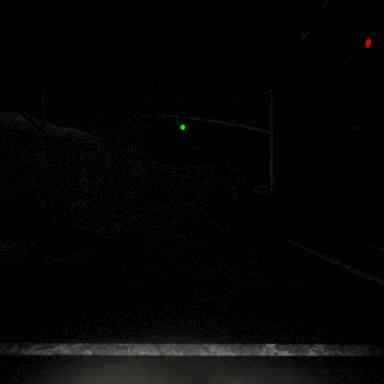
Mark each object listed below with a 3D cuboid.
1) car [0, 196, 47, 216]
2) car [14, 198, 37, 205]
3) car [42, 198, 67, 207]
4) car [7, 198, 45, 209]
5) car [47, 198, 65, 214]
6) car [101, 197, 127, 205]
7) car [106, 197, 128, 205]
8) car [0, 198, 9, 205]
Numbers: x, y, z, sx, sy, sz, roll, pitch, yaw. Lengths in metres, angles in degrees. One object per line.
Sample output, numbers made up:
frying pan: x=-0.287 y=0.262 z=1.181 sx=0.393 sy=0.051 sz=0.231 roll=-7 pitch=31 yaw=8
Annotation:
car: x=-16.778 y=1.353 z=32.470 sx=3.866 sy=1.878 sz=1.905 roll=0 pitch=0 yaw=-1
car: x=-35.111 y=1.979 z=70.086 sx=3.806 sy=1.475 sz=1.970 roll=0 pitch=0 yaw=-1
car: x=-24.047 y=1.813 z=58.160 sx=3.633 sy=1.501 sz=1.845 roll=0 pitch=0 yaw=-1
car: x=-24.029 y=1.707 z=48.168 sx=4.514 sy=1.523 sz=2.007 roll=0 pitch=0 yaw=-1
car: x=-16.187 y=1.665 z=35.796 sx=3.806 sy=1.475 sz=1.970 roll=0 pitch=0 yaw=-1
car: x=-16.445 y=1.924 z=70.052 sx=5.027 sy=1.636 sz=2.152 roll=0 pitch=0 yaw=-1
car: x=-16.516 y=1.960 z=73.188 sx=4.514 sy=1.523 sz=2.007 roll=0 pitch=0 yaw=-1
car: x=-42.550 y=1.993 z=73.021 sx=3.633 sy=1.501 sz=1.845 roll=0 pitch=0 yaw=-1
